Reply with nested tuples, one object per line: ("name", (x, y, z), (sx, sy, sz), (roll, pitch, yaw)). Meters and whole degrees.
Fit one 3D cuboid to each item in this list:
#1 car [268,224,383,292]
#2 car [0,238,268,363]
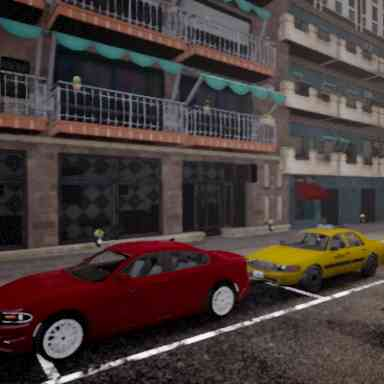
("car", (3.496, 1.591, 9.068), (4.829, 1.417, 1.752), (1, -1, -35))
("car", (-0.978, 1.565, 5.876), (4.507, 1.381, 1.887), (1, -1, -35))
